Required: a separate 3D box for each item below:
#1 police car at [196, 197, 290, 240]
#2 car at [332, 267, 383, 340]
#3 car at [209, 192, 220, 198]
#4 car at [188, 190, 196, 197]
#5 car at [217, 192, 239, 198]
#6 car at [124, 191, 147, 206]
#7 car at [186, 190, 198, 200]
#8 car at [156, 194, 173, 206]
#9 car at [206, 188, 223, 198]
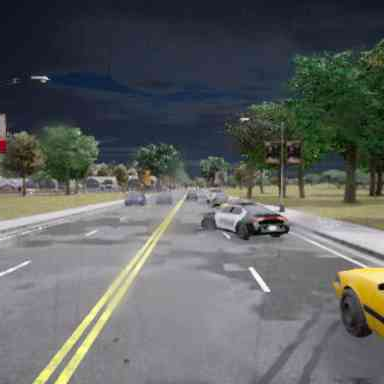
[{"bbox_3d":[2.261,1.254,15.748,2.038,1.542,4.974,0,1,-25],"label":"police car"},{"bbox_3d":[3.250,1.399,3.427,1.801,1.575,5.366,0,1,0],"label":"car"},{"bbox_3d":[3.248,0.994,36.241,1.994,1.385,4.181,0,1,0],"label":"car"},{"bbox_3d":[-0.005,0.293,78.237,2.033,1.411,5.357,0,1,0],"label":"car"},{"bbox_3d":[3.249,1.053,25.428,1.801,1.575,5.366,0,1,0],"label":"car"},{"bbox_3d":[-6.591,0.734,39.299,2.097,1.767,4.553,0,1,0],"label":"car"},{"bbox_3d":[0.000,0.617,56.115,2.128,1.511,4.902,0,1,0],"label":"car"},{"bbox_3d":[-3.345,0.902,41.180,2.033,1.411,5.357,0,1,0],"label":"car"},{"bbox_3d":[3.247,0.481,47.266,2.150,2.045,5.566,0,1,0],"label":"car"}]
